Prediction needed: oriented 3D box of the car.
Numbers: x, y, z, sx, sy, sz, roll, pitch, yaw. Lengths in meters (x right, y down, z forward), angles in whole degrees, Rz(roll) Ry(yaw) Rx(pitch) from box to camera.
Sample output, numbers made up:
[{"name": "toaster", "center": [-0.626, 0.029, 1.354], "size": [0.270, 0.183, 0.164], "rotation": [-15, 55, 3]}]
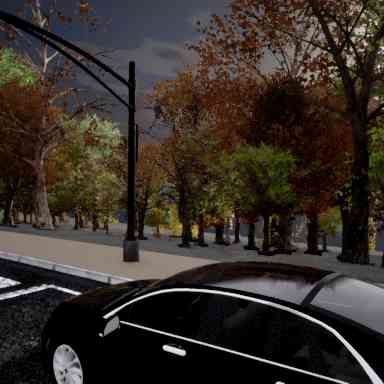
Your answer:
[{"name": "car", "center": [0.398, 1.505, 3.391], "size": [4.892, 1.490, 1.837], "rotation": [0, 0, 36]}]
